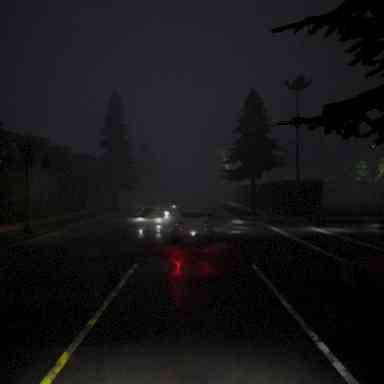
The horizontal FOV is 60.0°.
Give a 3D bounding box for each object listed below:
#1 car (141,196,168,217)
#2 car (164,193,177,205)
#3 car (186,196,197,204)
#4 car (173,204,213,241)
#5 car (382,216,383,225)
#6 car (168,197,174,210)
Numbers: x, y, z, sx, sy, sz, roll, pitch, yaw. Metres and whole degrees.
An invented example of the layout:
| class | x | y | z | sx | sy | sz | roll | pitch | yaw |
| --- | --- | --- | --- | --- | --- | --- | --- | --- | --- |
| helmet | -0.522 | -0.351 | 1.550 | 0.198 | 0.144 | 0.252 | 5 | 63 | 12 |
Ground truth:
| class | x | y | z | sx | sy | sz | roll | pitch | yaw |
| --- | --- | --- | --- | --- | --- | --- | --- | --- | --- |
| car | -3.694 | 1.475 | 31.853 | 1.882 | 1.535 | 5.008 | 0 | 0 | 0 |
| car | -3.740 | 1.219 | 56.242 | 2.150 | 2.045 | 5.566 | 0 | 0 | 0 |
| car | -0.092 | 1.472 | 63.116 | 1.882 | 1.535 | 5.008 | 0 | 0 | 0 |
| car | 0.050 | 1.534 | 16.594 | 1.812 | 1.442 | 4.674 | 0 | 0 | 0 |
| car | 14.002 | 1.511 | 19.828 | 4.902 | 1.511 | 2.128 | 0 | 0 | 0 |
| car | -3.723 | 1.597 | 41.815 | 1.895 | 1.301 | 4.718 | 0 | 0 | 0 |
